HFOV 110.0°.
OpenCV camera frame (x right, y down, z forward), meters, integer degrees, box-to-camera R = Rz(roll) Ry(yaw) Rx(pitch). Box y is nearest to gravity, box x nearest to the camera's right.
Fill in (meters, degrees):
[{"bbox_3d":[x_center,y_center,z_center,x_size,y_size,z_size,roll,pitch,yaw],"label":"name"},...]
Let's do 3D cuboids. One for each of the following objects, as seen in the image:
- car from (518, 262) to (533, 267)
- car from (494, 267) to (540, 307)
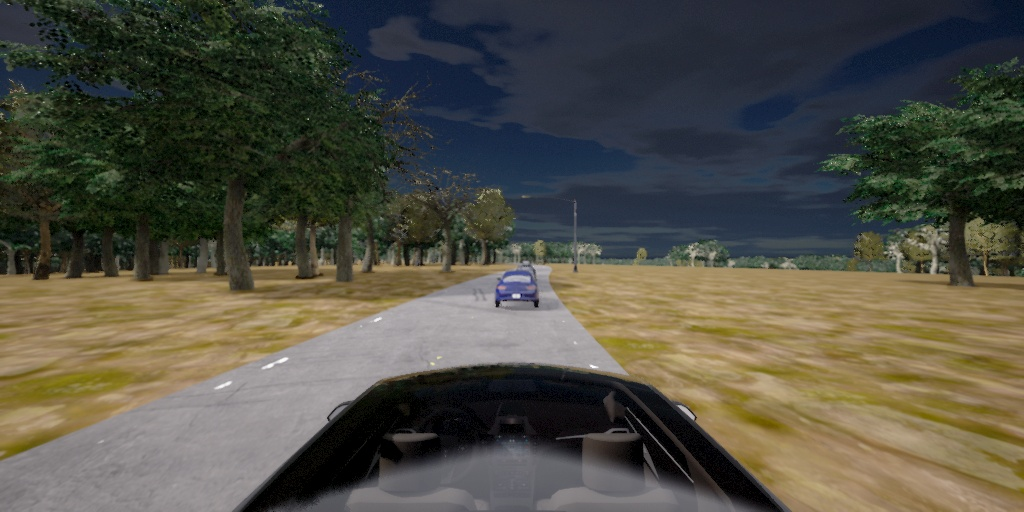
[{"bbox_3d":[1.146,1.490,30.622,2.033,1.411,5.357,0,0,5],"label":"car"},{"bbox_3d":[0.262,1.388,16.109,1.812,1.442,4.674,0,0,3],"label":"car"}]
